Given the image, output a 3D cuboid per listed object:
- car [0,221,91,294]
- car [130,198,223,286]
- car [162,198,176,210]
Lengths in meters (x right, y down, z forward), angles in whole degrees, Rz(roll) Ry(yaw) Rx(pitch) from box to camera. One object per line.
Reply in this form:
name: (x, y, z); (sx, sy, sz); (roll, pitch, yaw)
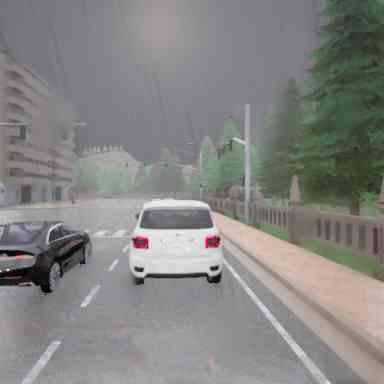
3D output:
car: (-4.039, 1.495, 8.745); (2.128, 1.511, 4.902); (0, 0, -3)
car: (-0.496, 1.226, 9.650); (2.150, 2.045, 5.566); (0, 0, -4)
car: (-3.058, 1.538, 44.325); (1.812, 1.442, 4.674); (0, 0, -4)
